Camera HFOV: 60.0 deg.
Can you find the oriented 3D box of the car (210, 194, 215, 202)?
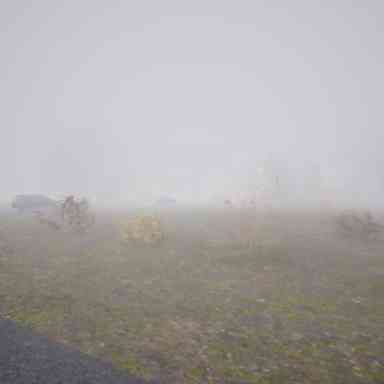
[{"bbox_3d":[6.045,1.404,78.155,2.150,2.045,5.566,0,0,27],"label":"car"}]

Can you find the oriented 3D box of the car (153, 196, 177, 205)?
[{"bbox_3d":[-4.613,1.487,60.208,2.097,1.767,4.553,0,0,34],"label":"car"}]

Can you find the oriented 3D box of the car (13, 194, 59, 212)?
[{"bbox_3d":[-18.341,1.281,39.711,2.150,2.045,5.566,0,0,34],"label":"car"}]

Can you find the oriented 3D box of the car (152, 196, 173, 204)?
[{"bbox_3d":[-6.162,1.635,70.498,1.837,1.490,4.892,0,0,34],"label":"car"}]
